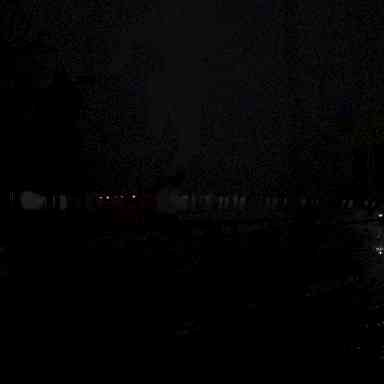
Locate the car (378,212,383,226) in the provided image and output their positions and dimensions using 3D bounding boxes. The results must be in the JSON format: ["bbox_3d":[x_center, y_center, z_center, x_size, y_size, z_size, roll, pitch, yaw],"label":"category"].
[{"bbox_3d":[13.981,1.431,21.615,4.674,1.442,1.812,0,0,-35],"label":"car"}]

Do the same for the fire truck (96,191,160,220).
[{"bbox_3d":[-8.886,1.909,46.606,8.468,3.827,2.891,-2,-1,9],"label":"fire truck"}]
